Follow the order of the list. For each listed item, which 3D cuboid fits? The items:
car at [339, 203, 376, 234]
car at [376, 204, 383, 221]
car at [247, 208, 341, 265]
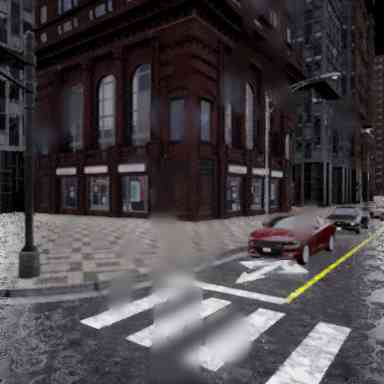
[{"bbox_3d":[9.599,1.634,20.406,2.033,1.411,5.357,0,0,36],"label":"car"},{"bbox_3d":[15.413,1.685,28.535,1.994,1.385,4.181,0,0,35],"label":"car"},{"bbox_3d":[3.809,1.530,12.317,1.882,1.535,5.008,0,0,37],"label":"car"}]
